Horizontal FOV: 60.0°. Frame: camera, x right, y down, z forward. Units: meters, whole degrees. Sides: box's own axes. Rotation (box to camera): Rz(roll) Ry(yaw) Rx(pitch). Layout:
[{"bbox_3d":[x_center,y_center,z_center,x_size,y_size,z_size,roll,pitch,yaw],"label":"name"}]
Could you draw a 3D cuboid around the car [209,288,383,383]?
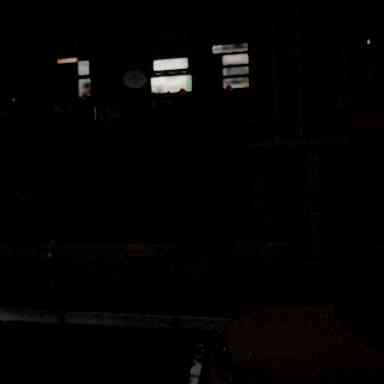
[{"bbox_3d":[2.602,1.519,3.345,4.829,1.417,1.752,0,-2,7],"label":"car"}]
